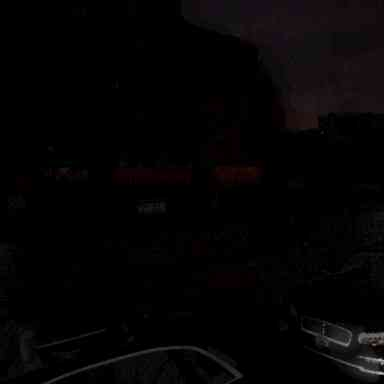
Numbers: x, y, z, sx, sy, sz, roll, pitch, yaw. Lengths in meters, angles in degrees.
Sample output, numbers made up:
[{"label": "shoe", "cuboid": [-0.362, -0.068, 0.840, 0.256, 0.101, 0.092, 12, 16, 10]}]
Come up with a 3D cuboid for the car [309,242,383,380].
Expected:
[{"label": "car", "cuboid": [3.315, 1.509, 5.188, 4.403, 1.369, 2.008, -1, -1, -35]}]

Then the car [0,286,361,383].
[{"label": "car", "cuboid": [-1.127, 1.550, 2.033, 4.403, 1.369, 2.008, -1, -1, -35]}]
